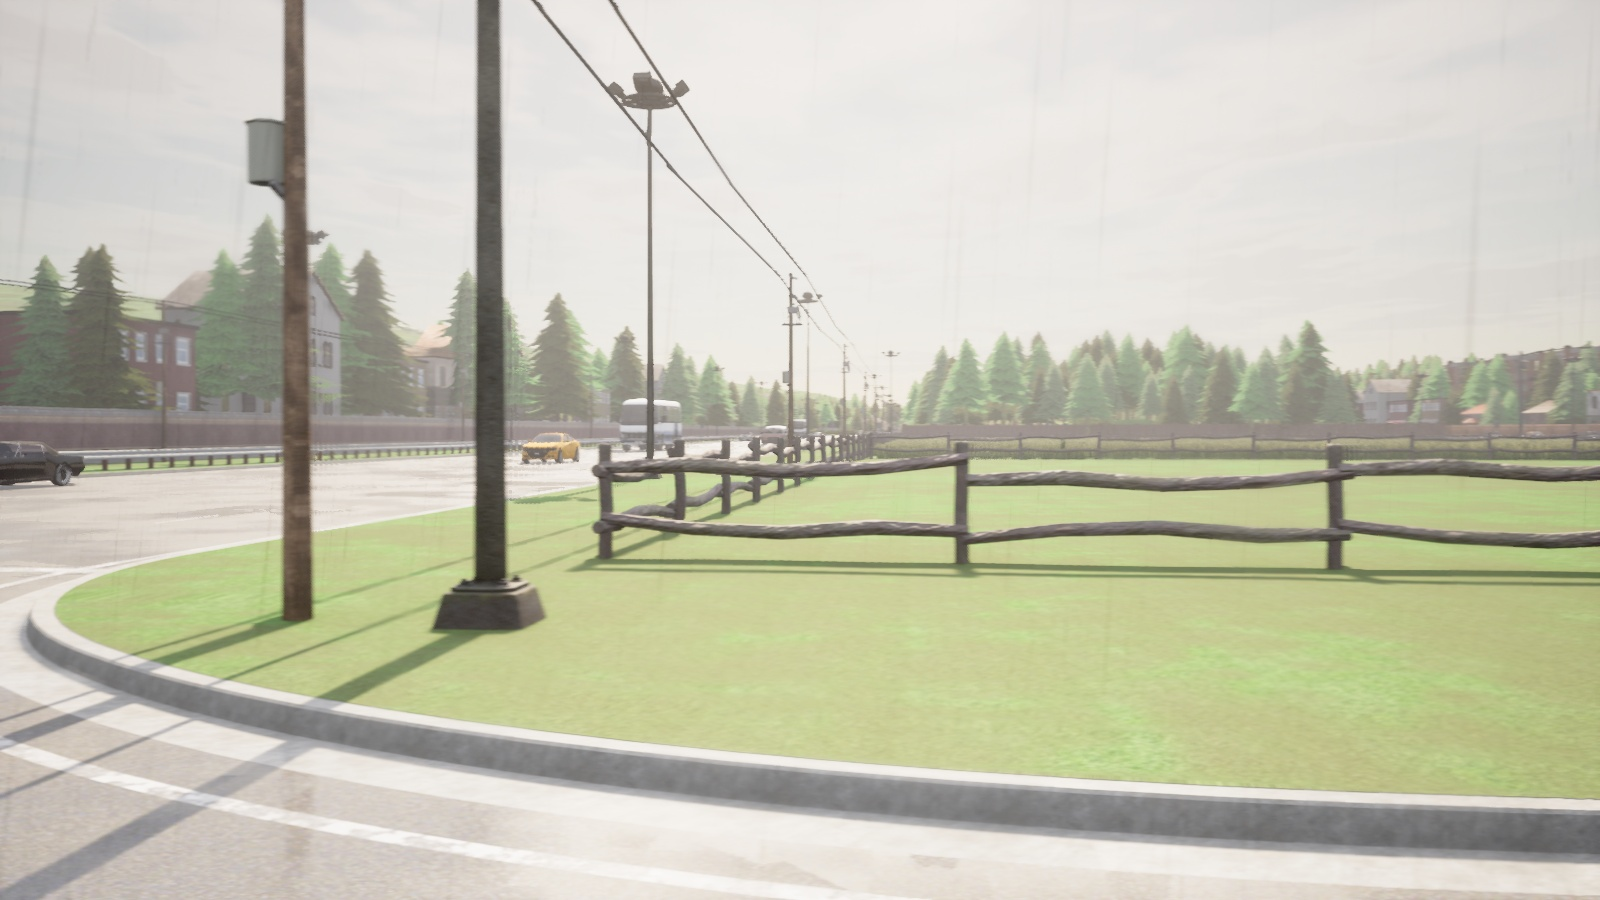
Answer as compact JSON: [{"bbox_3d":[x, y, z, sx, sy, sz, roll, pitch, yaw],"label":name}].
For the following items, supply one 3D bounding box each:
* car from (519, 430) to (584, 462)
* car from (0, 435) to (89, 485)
[{"bbox_3d":[-12.451,-0.213,63.258,1.882,1.535,5.008,0,1,5],"label":"car"},{"bbox_3d":[-22.167,0.257,34.817,1.895,1.301,4.718,0,1,5],"label":"car"}]
